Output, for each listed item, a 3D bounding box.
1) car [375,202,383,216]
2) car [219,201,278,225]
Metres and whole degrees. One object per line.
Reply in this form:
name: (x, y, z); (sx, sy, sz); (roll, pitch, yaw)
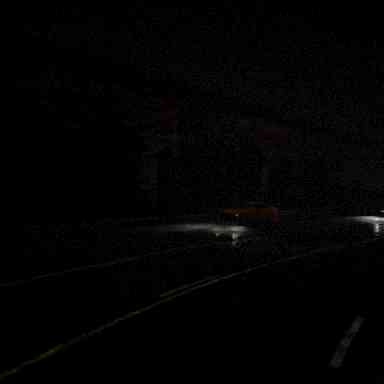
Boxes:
car: (19.431, 1.527, 32.218); (4.902, 1.511, 2.128); (0, 0, -40)
car: (4.062, 1.431, 23.663); (5.008, 1.535, 1.882); (0, 0, -41)
